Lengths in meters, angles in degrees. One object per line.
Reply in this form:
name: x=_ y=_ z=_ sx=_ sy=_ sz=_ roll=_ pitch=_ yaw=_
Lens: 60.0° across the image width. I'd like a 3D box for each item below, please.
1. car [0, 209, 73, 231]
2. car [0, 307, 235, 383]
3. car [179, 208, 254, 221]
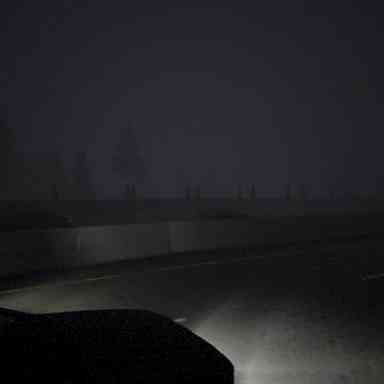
car: x=-7.724 y=1.515 z=15.386 sx=4.181 sy=1.385 sz=1.994 roll=0 pitch=0 yaw=-33
car: x=-2.158 y=1.538 z=2.150 sx=5.357 sy=1.411 sz=2.033 roll=0 pitch=0 yaw=-35
car: x=1.281 y=1.537 z=16.756 sx=4.181 sy=1.385 sz=1.994 roll=0 pitch=0 yaw=-28
